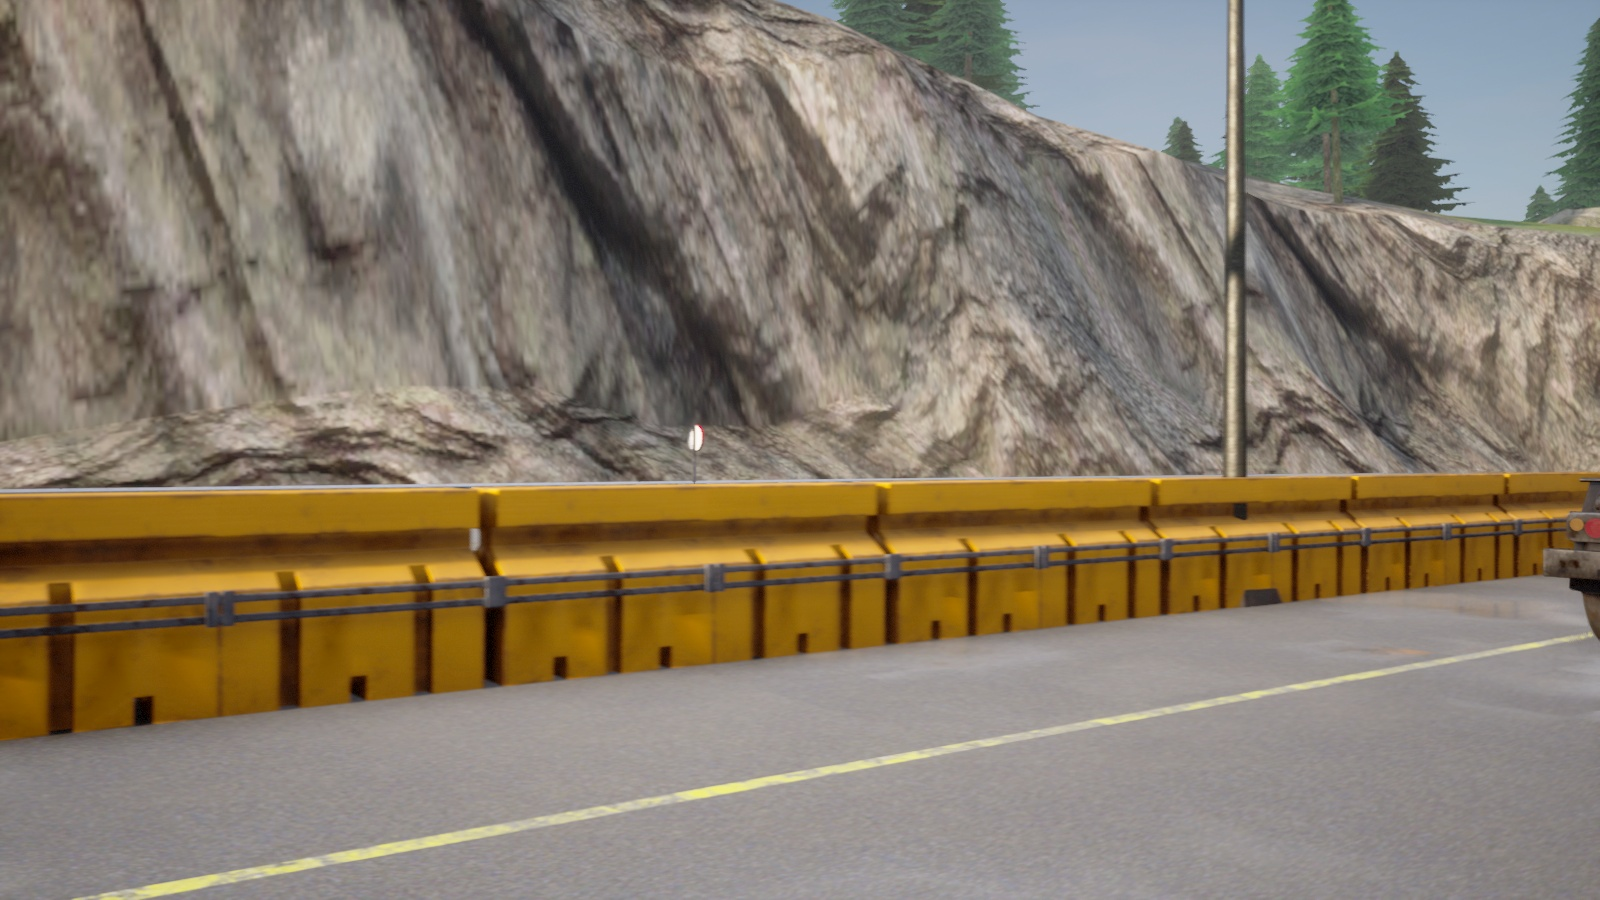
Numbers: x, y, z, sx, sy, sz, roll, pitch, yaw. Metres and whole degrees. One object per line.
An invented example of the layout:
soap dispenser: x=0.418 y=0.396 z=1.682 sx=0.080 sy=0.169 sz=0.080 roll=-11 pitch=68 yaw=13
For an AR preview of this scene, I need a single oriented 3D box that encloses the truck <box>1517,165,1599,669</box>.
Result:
truck: x=9.260 y=-0.232 z=10.152 sx=7.936 sy=3.462 sz=2.891 roll=0 pitch=0 yaw=-35
